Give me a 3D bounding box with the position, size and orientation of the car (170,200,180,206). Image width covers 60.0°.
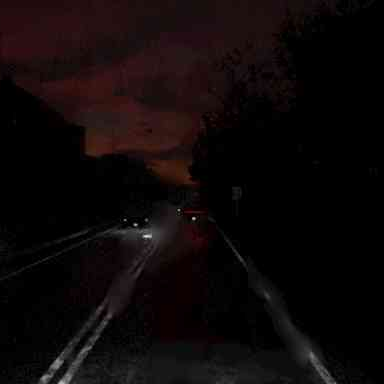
[{"bbox_3d":[-3.105,2.086,63.267,1.895,1.301,4.718,0,-1,1],"label":"car"}]

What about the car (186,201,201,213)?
[{"bbox_3d":[0.181,1.829,42.063,1.895,1.301,4.718,0,-1,0],"label":"car"}]

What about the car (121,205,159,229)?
[{"bbox_3d":[-3.327,1.575,22.310,2.033,1.411,5.357,0,0,0],"label":"car"}]

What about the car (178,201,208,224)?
[{"bbox_3d":[0.128,1.549,24.779,1.837,1.490,4.892,0,0,0],"label":"car"}]
